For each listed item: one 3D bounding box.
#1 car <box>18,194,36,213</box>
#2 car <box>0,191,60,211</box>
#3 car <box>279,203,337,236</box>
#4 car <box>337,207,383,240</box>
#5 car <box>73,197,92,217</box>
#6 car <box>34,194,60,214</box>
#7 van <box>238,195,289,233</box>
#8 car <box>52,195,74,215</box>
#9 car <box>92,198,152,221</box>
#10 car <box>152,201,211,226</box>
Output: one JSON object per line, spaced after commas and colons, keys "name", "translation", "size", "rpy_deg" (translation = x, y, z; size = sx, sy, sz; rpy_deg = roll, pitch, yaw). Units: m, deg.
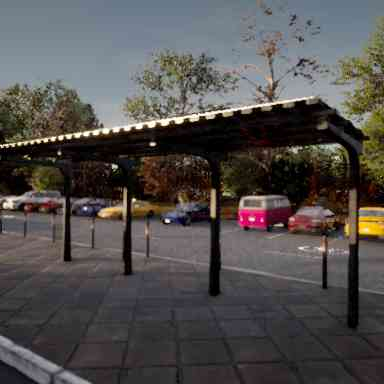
{"name": "car", "translation": [-13.702, 1.208, 32.412], "size": [2.097, 1.535, 5.008], "rpy_deg": [1, 0, 35]}
{"name": "car", "translation": [-15.984, 0.929, 33.989], "size": [2.435, 2.045, 5.566], "rpy_deg": [1, 0, 35]}
{"name": "car", "translation": [6.662, 1.502, 17.950], "size": [2.002, 1.452, 4.674], "rpy_deg": [1, 0, 35]}
{"name": "car", "translation": [8.927, 1.490, 16.341], "size": [2.097, 1.535, 5.008], "rpy_deg": [1, 0, 35]}
{"name": "car", "translation": [-6.898, 1.322, 27.613], "size": [2.163, 1.488, 4.792], "rpy_deg": [1, 0, 35]}
{"name": "car", "translation": [-11.439, 1.236, 30.806], "size": [2.097, 1.535, 5.008], "rpy_deg": [1, 0, 35]}
{"name": "van", "translation": [4.471, 1.207, 19.652], "size": [1.878, 1.987, 4.442], "rpy_deg": [1, 0, 35]}
{"name": "car", "translation": [-9.174, 1.265, 29.200], "size": [2.231, 1.521, 4.892], "rpy_deg": [1, 0, 35]}
{"name": "car", "translation": [-4.759, 1.318, 25.832], "size": [1.946, 1.575, 5.366], "rpy_deg": [1, 0, 35]}
{"name": "car", "translation": [-0.141, 1.406, 22.747], "size": [2.163, 1.488, 4.792], "rpy_deg": [1, 0, 35]}
